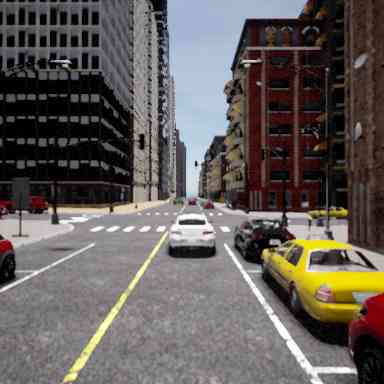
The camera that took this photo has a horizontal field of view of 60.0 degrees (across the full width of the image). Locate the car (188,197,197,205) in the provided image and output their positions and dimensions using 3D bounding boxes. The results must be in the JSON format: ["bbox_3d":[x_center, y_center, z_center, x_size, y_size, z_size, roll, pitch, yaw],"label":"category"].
[{"bbox_3d":[0.028,2.302,76.232,1.994,1.385,4.181,0,-1,0],"label":"car"}]

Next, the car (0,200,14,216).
[{"bbox_3d":[-17.550,1.265,26.592,5.009,1.841,2.192,1,-2,0],"label":"car"}]

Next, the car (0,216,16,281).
[{"bbox_3d":[-5.686,1.510,7.215,1.967,1.590,4.097,0,-1,0],"label":"car"}]

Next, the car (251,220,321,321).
[{"bbox_3d":[2.694,1.597,7.383,1.752,1.417,4.829,0,-1,0],"label":"car"}]

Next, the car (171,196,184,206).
[{"bbox_3d":[-2.974,1.961,73.970,2.150,2.045,5.566,0,-1,0],"label":"car"}]

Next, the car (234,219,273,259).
[{"bbox_3d":[2.695,1.691,12.895,1.947,1.339,4.313,0,-1,0],"label":"car"}]

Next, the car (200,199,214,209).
[{"bbox_3d":[2.761,2.123,54.916,1.802,1.307,4.206,0,-1,0],"label":"car"}]

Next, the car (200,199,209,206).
[{"bbox_3d":[2.719,2.282,73.481,2.008,1.369,4.403,0,-1,0],"label":"car"}]

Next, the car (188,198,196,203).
[{"bbox_3d":[0.033,2.262,87.518,1.994,1.385,4.181,0,-1,0],"label":"car"}]

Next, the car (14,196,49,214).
[{"bbox_3d":[-17.681,1.364,34.969,5.009,1.841,2.192,1,-2,0],"label":"car"}]

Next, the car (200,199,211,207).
[{"bbox_3d":[2.716,2.224,67.833,2.008,1.369,4.403,0,-1,0],"label":"car"}]

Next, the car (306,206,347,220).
[{"bbox_3d":[14.655,2.176,35.227,4.829,1.417,1.752,1,-2,0],"label":"car"}]

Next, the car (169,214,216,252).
[{"bbox_3d":[0.004,1.665,14.403,1.812,1.442,4.674,0,0,0],"label":"car"}]

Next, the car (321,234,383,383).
[{"bbox_3d":[2.692,1.331,1.533,2.192,1.841,5.009,0,-1,0],"label":"car"}]
